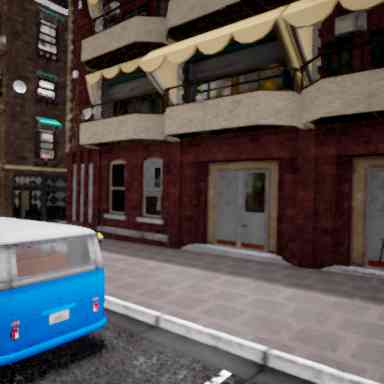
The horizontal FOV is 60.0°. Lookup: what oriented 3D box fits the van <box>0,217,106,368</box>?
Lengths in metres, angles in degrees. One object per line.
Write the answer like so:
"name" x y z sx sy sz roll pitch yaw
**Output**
"van" -3.132 1.342 5.384 3.998 1.788 1.690 0 1 39
